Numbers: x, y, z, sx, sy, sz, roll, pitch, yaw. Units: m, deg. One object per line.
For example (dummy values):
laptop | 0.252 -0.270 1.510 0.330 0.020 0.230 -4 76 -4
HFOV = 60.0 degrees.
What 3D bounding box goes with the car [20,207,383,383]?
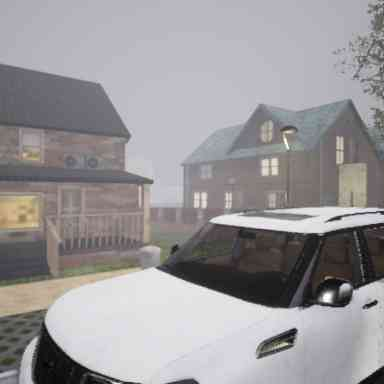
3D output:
car | 1.106 1.240 3.961 5.566 2.045 2.150 0 0 -37
